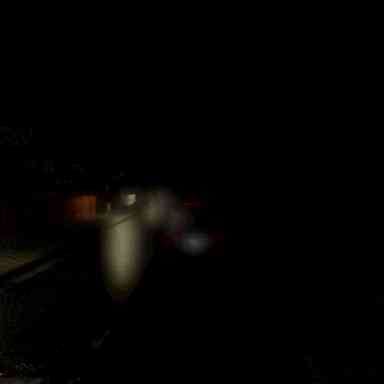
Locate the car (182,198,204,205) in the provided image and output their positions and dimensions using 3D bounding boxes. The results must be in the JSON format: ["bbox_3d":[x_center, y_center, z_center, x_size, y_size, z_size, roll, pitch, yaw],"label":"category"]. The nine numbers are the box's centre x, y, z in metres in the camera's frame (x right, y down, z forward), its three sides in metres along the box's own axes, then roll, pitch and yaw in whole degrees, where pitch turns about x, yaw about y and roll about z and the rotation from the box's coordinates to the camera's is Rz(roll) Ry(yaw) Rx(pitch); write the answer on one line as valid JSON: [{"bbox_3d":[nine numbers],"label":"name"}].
[{"bbox_3d":[0.091,1.314,30.117,2.128,1.511,4.902,0,0,0],"label":"car"}]

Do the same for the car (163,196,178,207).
[{"bbox_3d":[-2.830,1.239,44.774,2.128,1.511,4.902,0,0,0],"label":"car"}]

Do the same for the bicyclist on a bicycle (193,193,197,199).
[{"bbox_3d":[0.770,1.010,87.248,0.866,1.612,1.509,0,0,0],"label":"bicyclist on a bicycle"}]

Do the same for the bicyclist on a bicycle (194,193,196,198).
[{"bbox_3d":[0.774,1.056,78.250,0.582,1.620,1.656,0,0,0],"label":"bicyclist on a bicycle"}]

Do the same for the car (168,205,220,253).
[{"bbox_3d":[0.077,1.445,13.137,1.812,1.442,4.674,0,0,0],"label":"car"}]
